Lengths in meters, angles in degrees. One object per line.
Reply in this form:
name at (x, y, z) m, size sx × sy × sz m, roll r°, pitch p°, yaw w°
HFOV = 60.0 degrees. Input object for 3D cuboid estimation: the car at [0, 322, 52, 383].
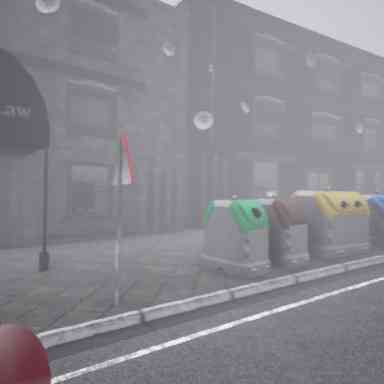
car at (-3.085, 1.496, 1.092) m, size 5.008 × 1.535 × 1.882 m, roll 0°, pitch 0°, yaw -36°
